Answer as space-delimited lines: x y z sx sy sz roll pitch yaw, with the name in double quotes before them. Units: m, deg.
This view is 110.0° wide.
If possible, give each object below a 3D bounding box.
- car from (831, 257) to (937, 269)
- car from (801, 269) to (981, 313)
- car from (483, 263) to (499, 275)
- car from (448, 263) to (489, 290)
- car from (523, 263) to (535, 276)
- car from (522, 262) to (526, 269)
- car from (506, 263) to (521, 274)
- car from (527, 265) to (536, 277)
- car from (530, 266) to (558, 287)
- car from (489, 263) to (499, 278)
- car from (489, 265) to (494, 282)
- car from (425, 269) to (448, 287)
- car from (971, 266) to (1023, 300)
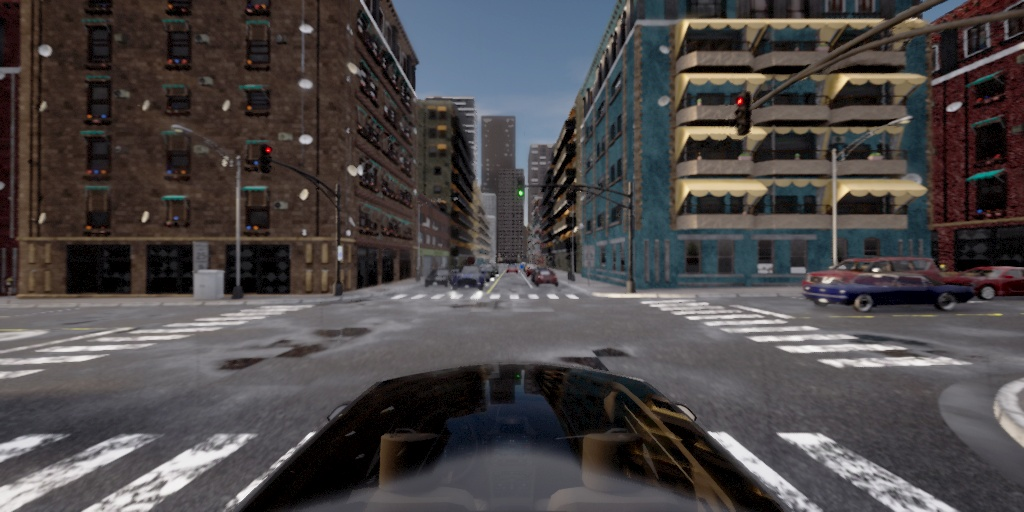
"car" 15.777 0.987 15.779 5.009 1.841 2.192 0 0 0
"car" 13.558 1.287 13.168 4.718 1.301 1.895 -1 0 -1
"car" -3.050 1.871 53.566 2.097 1.767 4.553 0 -1 0
"car" -3.032 1.456 25.891 2.097 1.767 4.553 0 -1 -2
"car" 2.704 1.938 45.187 1.888 1.381 4.507 0 0 0
"car" 3.160 2.082 59.194 1.882 1.535 5.008 0 -1 0
"car" 0.019 2.170 59.331 1.994 1.385 4.181 0 -1 0
"car" 2.701 1.792 34.141 1.948 1.339 4.313 0 0 0
"car" 2.699 1.726 28.619 1.802 1.307 4.207 0 0 0
"car" -3.080 1.719 43.480 2.097 1.767 4.553 0 -1 0
"car" -3.085 1.797 34.574 1.994 1.385 4.181 0 -1 0
"car" -5.683 1.710 28.633 1.948 1.339 4.313 0 0 0
"car" 21.348 1.137 15.819 4.507 1.381 1.888 0 0 0
